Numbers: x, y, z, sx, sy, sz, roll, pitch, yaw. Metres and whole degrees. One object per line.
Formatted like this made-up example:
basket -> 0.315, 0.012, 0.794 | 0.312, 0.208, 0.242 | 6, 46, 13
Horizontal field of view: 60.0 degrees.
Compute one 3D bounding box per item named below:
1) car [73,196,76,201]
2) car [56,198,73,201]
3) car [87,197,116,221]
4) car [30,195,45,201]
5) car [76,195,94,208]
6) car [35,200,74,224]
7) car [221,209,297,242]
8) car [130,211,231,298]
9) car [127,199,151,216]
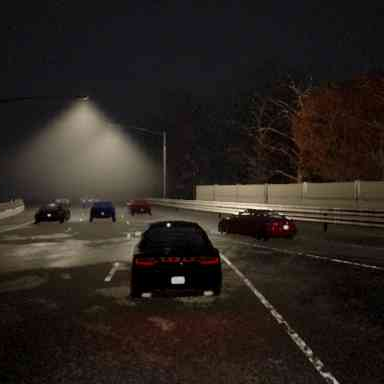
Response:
car -> -22.713, 1.356, 66.957 | 2.128, 1.511, 4.902 | 0, 0, -39
car -> -18.090, 1.584, 46.085 | 1.895, 1.301, 4.718 | 0, 0, -26
car -> -7.294, 1.468, 27.218 | 1.882, 1.535, 5.008 | 0, 0, -14
car -> -39.508, 1.448, 84.948 | 5.008, 1.535, 1.882 | 0, 0, 40
car -> -14.696, 1.335, 46.972 | 2.097, 1.767, 4.553 | 0, 0, -25
car -> -10.309, 1.555, 24.794 | 1.994, 1.385, 4.181 | 0, 0, -14
car -> 3.170, 1.558, 16.699 | 1.994, 1.385, 4.181 | 0, 0, -32
car -> -0.478, 1.475, 8.590 | 1.882, 1.535, 5.008 | 0, 0, -5
car -> -5.248, 1.466, 32.618 | 1.882, 1.535, 5.008 | 0, 0, -17
